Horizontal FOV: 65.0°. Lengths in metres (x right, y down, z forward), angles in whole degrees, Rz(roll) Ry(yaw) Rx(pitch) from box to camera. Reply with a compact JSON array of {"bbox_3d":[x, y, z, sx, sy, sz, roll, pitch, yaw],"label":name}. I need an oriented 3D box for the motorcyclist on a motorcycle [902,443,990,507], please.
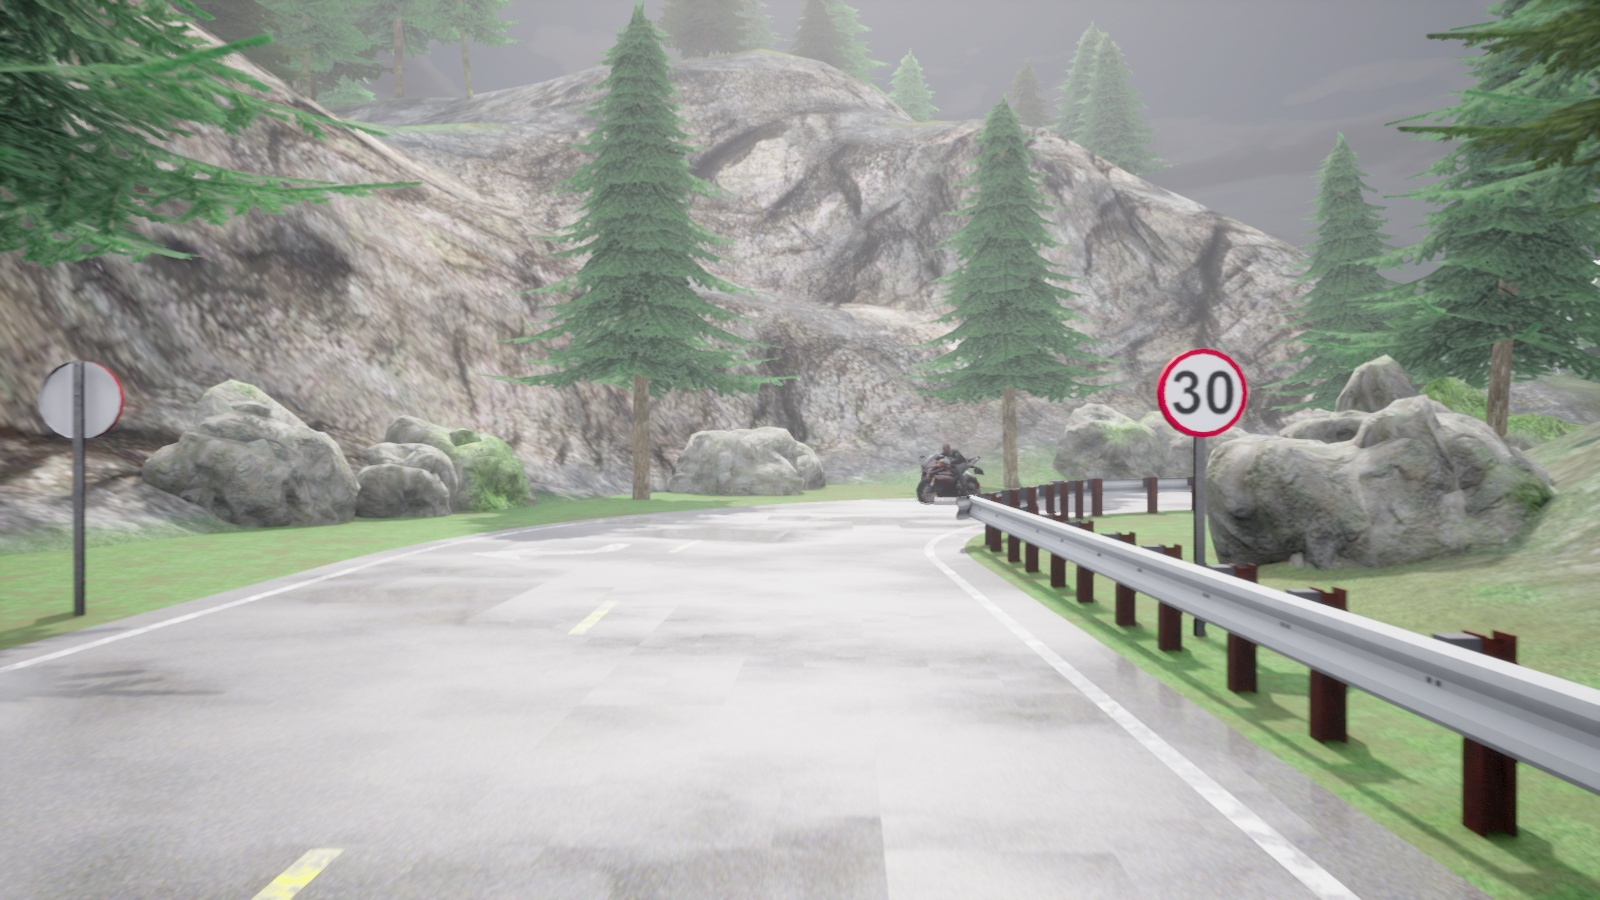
[{"bbox_3d":[3.662,0.608,31.324,2.191,1.530,0.866,0,1,-38],"label":"motorcyclist on a motorcycle"}]
